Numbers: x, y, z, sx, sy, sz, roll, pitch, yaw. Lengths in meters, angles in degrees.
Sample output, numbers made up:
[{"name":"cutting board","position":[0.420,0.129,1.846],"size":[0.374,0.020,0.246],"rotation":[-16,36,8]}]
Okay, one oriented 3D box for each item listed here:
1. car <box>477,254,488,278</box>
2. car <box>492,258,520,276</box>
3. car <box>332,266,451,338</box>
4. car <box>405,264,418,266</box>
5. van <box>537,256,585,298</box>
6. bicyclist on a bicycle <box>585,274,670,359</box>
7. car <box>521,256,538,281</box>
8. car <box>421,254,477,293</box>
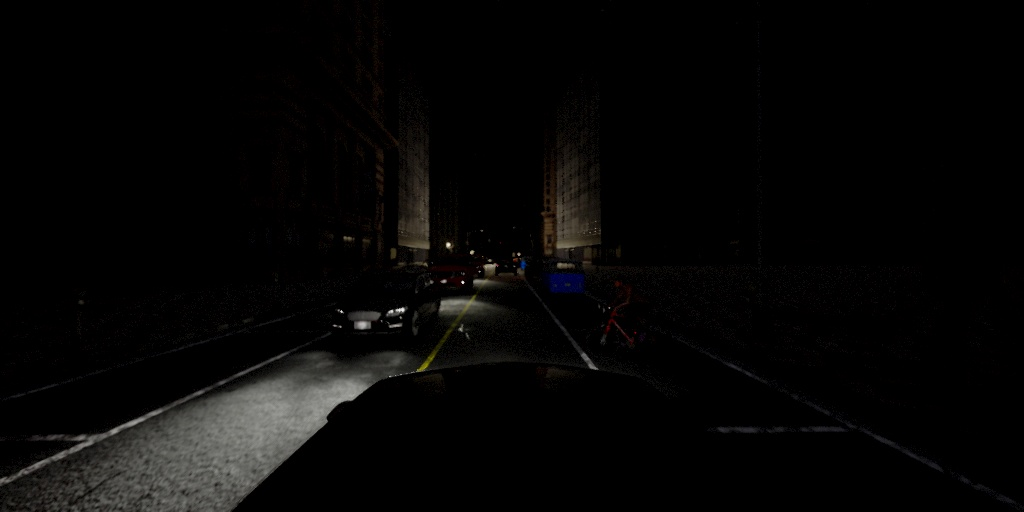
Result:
[{"name":"car","position":[-3.612,0.853,32.101],"size":[2.150,2.045,5.566],"rotation":[0,0,-1]},{"name":"car","position":[-0.571,0.966,35.413],"size":[2.097,1.767,4.553],"rotation":[0,0,-1]},{"name":"car","position":[-3.240,1.208,10.121],"size":[2.128,1.511,4.902],"rotation":[0,0,-1]},{"name":"car","position":[-6.140,1.235,17.327],"size":[1.888,1.381,4.507],"rotation":[0,0,-1]},{"name":"van","position":[2.384,1.014,17.487],"size":[1.690,1.789,3.998],"rotation":[0,0,-1]},{"name":"bicyclist on a bicycle","position":[2.198,1.161,6.832],"size":[1.656,1.620,0.582],"rotation":[-1,0,-1]},{"name":"car","position":[2.167,0.947,28.405],"size":[2.192,1.841,5.009],"rotation":[0,0,-1]},{"name":"car","position":[-3.442,0.894,20.628],"size":[2.150,2.045,5.566],"rotation":[0,0,-1]}]
